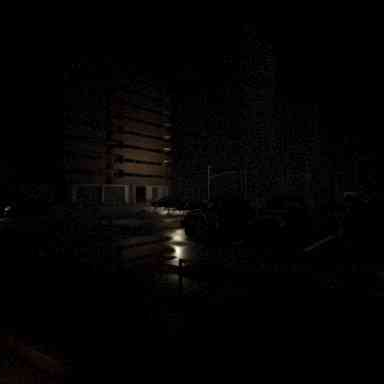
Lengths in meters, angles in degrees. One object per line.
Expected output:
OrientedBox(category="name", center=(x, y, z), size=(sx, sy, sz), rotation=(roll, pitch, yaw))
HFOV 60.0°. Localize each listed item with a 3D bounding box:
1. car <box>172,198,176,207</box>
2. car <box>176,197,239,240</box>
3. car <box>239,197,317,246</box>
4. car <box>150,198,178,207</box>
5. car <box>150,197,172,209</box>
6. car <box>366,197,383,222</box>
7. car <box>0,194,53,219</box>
OrientedBox(category="car", center=(0.030, 1.525, 38.947), size=(1.812, 1.442, 4.674), rotation=(0, 0, 34))
OrientedBox(category="car", center=(1.471, 1.153, 16.052), size=(1.932, 1.855, 4.605), rotation=(0, 0, 34))
OrientedBox(category="car", center=(3.839, 1.156, 14.386), size=(1.905, 1.878, 3.866), rotation=(0, 0, 34))
OrientedBox(category="car", center=(-4.299, 1.599, 51.628), size=(1.895, 1.301, 4.718), rotation=(0, 0, 34))
OrientedBox(category="car", center=(-3.498, 1.476, 46.573), size=(1.882, 1.535, 5.008), rotation=(0, 0, 34))
OrientedBox(category="car", center=(15.862, 1.395, 27.342), size=(1.970, 1.475, 3.806), rotation=(0, 0, 34))
OrientedBox(category="car", center=(-14.886, 1.351, 29.629), size=(2.097, 1.767, 4.553), rotation=(0, 0, 34))
